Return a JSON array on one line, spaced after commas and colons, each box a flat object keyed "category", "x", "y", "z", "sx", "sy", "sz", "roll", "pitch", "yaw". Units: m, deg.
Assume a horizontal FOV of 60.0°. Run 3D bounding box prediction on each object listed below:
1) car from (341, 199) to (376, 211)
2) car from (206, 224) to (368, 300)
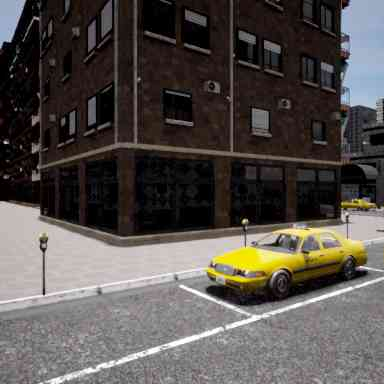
[{"category": "car", "x": 19.235, "y": 1.469, "z": 39.617, "sx": 1.752, "sy": 1.417, "sz": 4.829, "roll": 0, "pitch": 0, "yaw": -35}, {"category": "car", "x": 2.562, "y": 1.525, "z": 8.395, "sx": 4.829, "sy": 1.417, "sz": 1.752, "roll": 0, "pitch": 0, "yaw": -36}]
